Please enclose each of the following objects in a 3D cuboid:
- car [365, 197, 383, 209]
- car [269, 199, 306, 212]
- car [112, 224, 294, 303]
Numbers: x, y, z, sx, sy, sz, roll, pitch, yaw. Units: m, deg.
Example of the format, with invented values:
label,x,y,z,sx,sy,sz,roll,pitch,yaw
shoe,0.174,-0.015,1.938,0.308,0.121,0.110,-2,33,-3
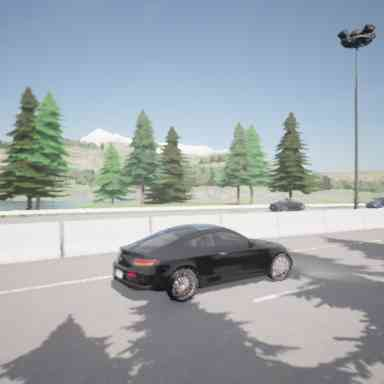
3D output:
label,x,y,z,sx,sy,sz,roll,pitch,yaw
car,22.520,1.314,38.887,4.553,1.767,2.097,0,0,-20
car,10.821,1.504,37.861,4.181,1.385,1.994,0,0,-24
car,0.423,1.508,8.108,4.674,1.442,1.812,0,0,-34
